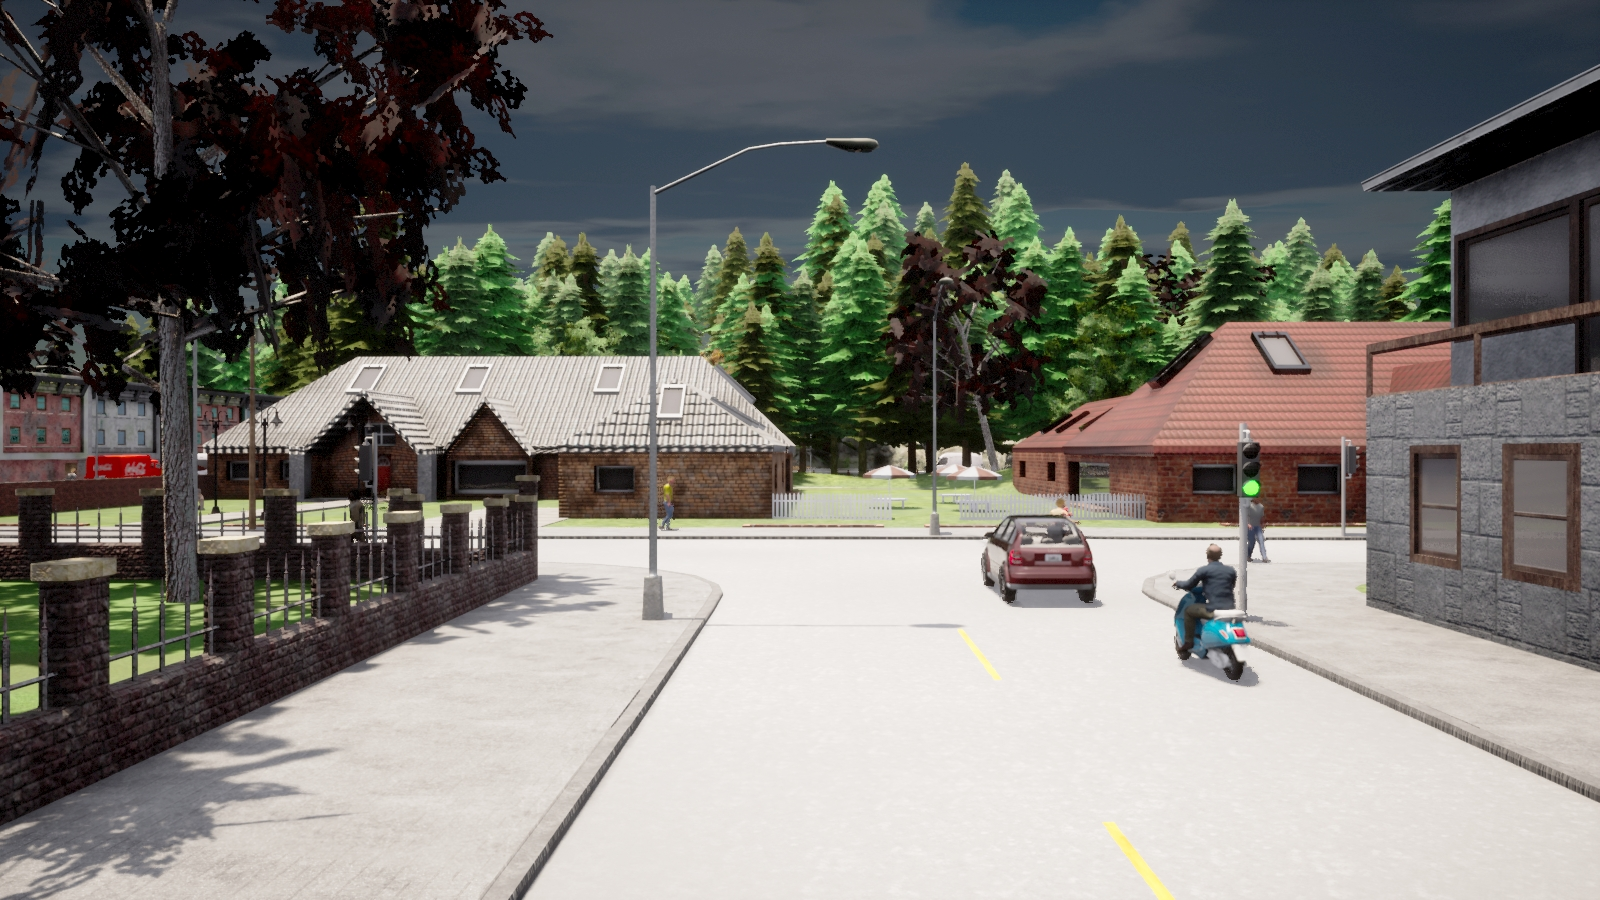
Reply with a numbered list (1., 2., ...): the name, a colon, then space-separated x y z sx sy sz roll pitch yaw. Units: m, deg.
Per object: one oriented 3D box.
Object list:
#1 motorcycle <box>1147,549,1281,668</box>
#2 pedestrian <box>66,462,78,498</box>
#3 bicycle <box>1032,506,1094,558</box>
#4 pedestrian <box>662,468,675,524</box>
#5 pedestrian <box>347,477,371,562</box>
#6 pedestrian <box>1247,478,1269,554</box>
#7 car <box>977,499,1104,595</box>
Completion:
1. motorcycle: 5.195 1.962 14.479 0.856 1.236 1.805 0 0 -7
2. pedestrian: -37.310 1.524 58.592 0.375 1.860 0.375 0 0 23
3. bicycle: 6.578 2.033 28.510 0.859 1.080 1.487 2 4 44
4. pedestrian: -4.370 1.524 38.055 0.375 1.860 0.375 0 0 2
5. pedestrian: -9.707 1.523 25.139 0.375 1.860 0.375 0 0 4
6. pedestrian: 11.325 1.629 28.269 0.375 1.860 0.375 0 0 -7
7. car: 4.582 1.807 22.264 1.789 1.549 3.705 0 0 1
